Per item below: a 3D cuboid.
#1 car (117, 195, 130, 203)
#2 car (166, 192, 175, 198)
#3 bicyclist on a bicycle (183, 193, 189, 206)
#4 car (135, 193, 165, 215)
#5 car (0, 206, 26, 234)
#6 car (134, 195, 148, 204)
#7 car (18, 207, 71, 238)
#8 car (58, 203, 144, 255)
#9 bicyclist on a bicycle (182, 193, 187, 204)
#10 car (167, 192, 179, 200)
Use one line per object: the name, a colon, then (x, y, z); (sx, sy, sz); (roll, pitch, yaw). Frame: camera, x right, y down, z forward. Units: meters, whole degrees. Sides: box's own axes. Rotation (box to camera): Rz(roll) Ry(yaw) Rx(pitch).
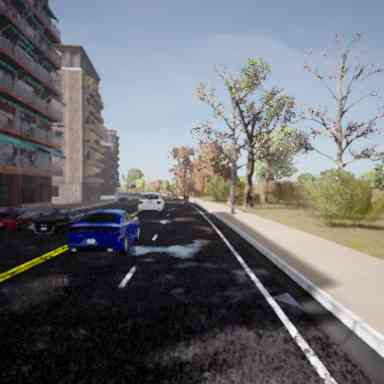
car: (-12.212, 1.275, 59.653); (1.994, 1.385, 4.181); (0, 0, -4)
car: (-6.031, 0.859, 93.839); (2.128, 1.511, 4.902); (0, 0, -8)
bicyclist on a bicycle: (-0.632, 1.217, 47.991); (0.582, 1.620, 1.656); (0, 0, -4)
car: (-3.801, 1.071, 31.592); (2.150, 2.045, 5.566); (0, 0, -2)
car: (-10.075, 1.478, 18.633); (1.994, 1.385, 4.181); (0, 0, -1)
car: (-8.856, 1.262, 58.556); (2.033, 1.411, 5.357); (0, 0, -4)
car: (-6.790, 1.484, 17.160); (1.994, 1.385, 4.181); (0, 0, -1)
car: (-3.261, 1.416, 13.086); (1.882, 1.535, 5.008); (0, 0, -1)
bicyclist on a bicycle: (-1.323, 1.085, 57.441); (0.659, 1.776, 1.843); (0, 0, -5)
car: (-4.203, 1.083, 78.396); (1.882, 1.535, 5.008); (0, 0, -6)
